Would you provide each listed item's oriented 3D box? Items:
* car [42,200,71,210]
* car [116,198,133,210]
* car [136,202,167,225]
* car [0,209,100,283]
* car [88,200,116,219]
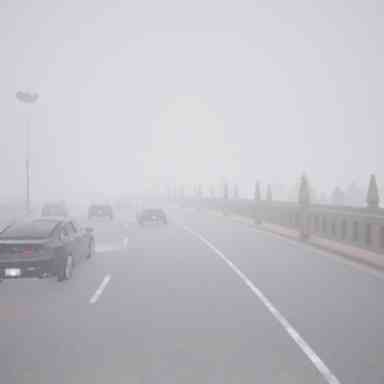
[{"bbox_3d":[-11.290,1.418,27.764,2.128,1.511,4.902,0,0,-16],"label":"car"},{"bbox_3d":[-8.447,1.428,40.482,1.994,1.385,4.181,0,0,-22],"label":"car"},{"bbox_3d":[-2.908,1.440,23.415,1.812,1.442,4.674,0,0,-13],"label":"car"},{"bbox_3d":[-4.118,1.480,9.622,1.837,1.490,4.892,0,0,-6],"label":"car"},{"bbox_3d":[-7.643,1.391,27.768,1.882,1.535,5.008,0,0,-16],"label":"car"}]
